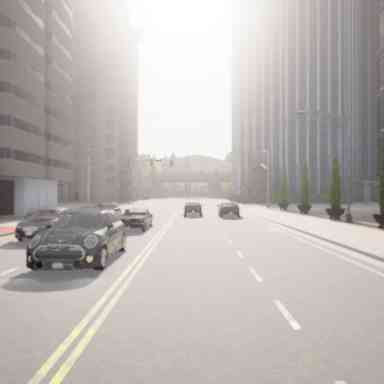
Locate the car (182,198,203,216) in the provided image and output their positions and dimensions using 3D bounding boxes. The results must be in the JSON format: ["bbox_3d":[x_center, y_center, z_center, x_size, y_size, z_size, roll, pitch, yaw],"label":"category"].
[{"bbox_3d":[0.099,1.608,34.417,1.837,1.490,4.892,0,0,0],"label":"car"}]

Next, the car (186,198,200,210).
[{"bbox_3d":[0.111,1.614,46.176,1.882,1.535,5.008,0,0,0],"label":"car"}]

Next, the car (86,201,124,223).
[{"bbox_3d":[-7.039,1.586,27.430,1.837,1.490,4.892,0,0,0],"label":"car"}]

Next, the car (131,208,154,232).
[{"bbox_3d":[-3.574,1.663,20.911,1.895,1.301,4.718,0,0,0],"label":"car"}]

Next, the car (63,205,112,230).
[{"bbox_3d":[-6.995,1.678,22.728,1.994,1.385,4.181,0,0,0],"label":"car"}]

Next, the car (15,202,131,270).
[{"bbox_3d":[-3.593,1.385,11.139,2.097,1.767,4.553,0,0,0],"label":"car"}]

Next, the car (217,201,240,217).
[{"bbox_3d":[3.525,1.603,32.276,1.837,1.490,4.892,0,0,0],"label":"car"}]
